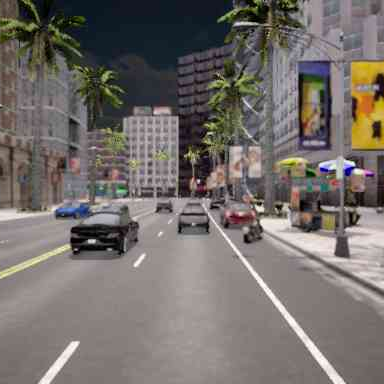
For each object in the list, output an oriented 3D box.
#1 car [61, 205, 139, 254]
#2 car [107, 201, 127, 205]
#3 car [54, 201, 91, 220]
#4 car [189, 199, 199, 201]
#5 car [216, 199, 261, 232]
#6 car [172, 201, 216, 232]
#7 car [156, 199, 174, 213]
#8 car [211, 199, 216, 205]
[{"bbox_3d":[-3.403,1.538,13.776,1.882,1.535,5.008,0,0,0],"label":"car"},{"bbox_3d":[-7.054,1.626,30.923,2.128,1.511,4.902,0,0,1],"label":"car"},{"bbox_3d":[-10.562,1.607,29.763,1.882,1.535,5.008,0,0,0],"label":"car"},{"bbox_3d":[0.253,1.677,40.088,1.837,1.490,4.892,0,-1,1],"label":"car"},{"bbox_3d":[3.095,1.455,23.182,2.185,1.767,4.553,0,0,0],"label":"car"},{"bbox_3d":[0.096,1.583,20.690,2.128,1.511,4.902,0,0,0],"label":"car"},{"bbox_3d":[-3.243,1.680,40.466,1.837,1.490,4.892,0,0,1],"label":"car"},{"bbox_3d":[3.400,1.709,45.110,2.161,1.482,4.786,0,0,0],"label":"car"}]
